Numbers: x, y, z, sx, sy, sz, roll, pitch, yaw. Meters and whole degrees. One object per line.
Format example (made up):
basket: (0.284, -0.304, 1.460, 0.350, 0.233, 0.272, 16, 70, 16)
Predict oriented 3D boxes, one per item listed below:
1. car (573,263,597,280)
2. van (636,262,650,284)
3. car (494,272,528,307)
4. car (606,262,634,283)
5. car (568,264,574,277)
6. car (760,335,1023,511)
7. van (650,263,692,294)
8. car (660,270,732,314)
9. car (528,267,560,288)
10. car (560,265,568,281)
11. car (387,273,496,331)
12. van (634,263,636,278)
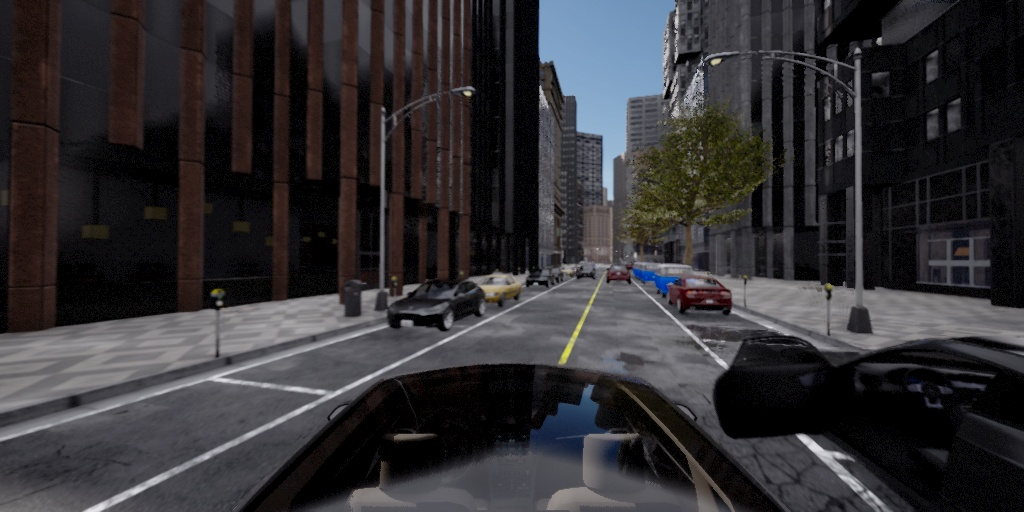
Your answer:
car: (7.958, 1.744, 38.186, 1.837, 1.490, 4.892, 0, -1, 16)
van: (11.985, 1.504, 30.965, 1.690, 1.789, 3.998, 0, 0, 15)
car: (-0.748, 1.461, 16.802, 1.751, 1.417, 4.829, 0, 0, 15)
car: (9.772, 1.535, 33.026, 2.097, 1.767, 4.553, 0, 0, 16)
car: (6.695, 1.832, 43.889, 1.751, 1.417, 4.829, 0, 0, 15)
car: (3.735, 1.301, 2.489, 1.812, 1.442, 4.674, 0, -1, 15)
van: (9.008, 1.356, 20.132, 1.690, 1.789, 3.998, 0, 0, 15)
car: (7.519, 1.486, 14.715, 1.888, 1.381, 4.507, 0, 0, 15)
car: (2.274, 1.649, 27.801, 1.948, 1.339, 4.313, 0, 0, 15)
car: (3.762, 1.723, 33.218, 1.948, 1.339, 4.313, 0, 0, 15)
car: (-2.192, 1.428, 11.548, 1.948, 1.339, 4.313, 0, 0, 15)
van: (13.473, 1.578, 36.383, 1.690, 1.789, 3.998, 0, 0, 15)
